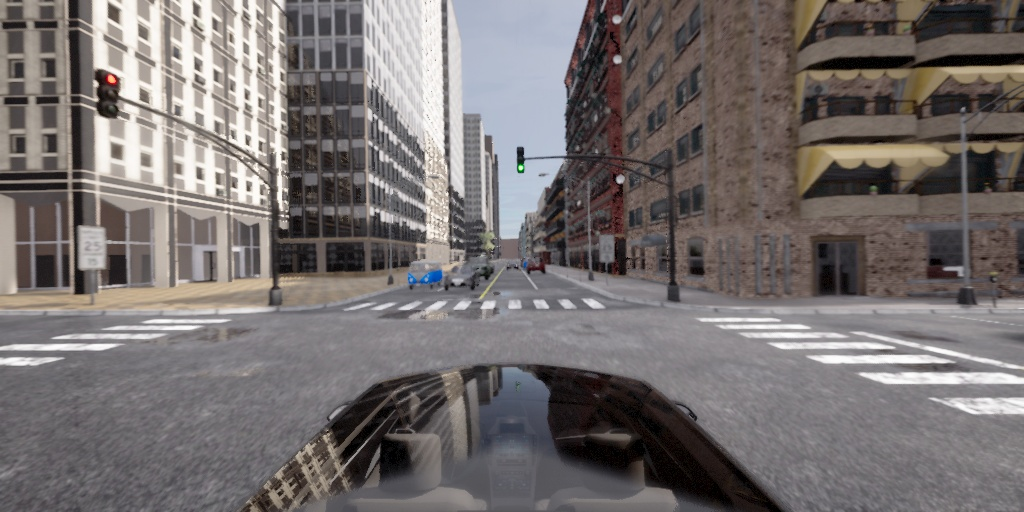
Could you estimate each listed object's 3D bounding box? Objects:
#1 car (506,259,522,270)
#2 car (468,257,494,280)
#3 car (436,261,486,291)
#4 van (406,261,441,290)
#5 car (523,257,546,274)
[{"bbox_3d":[0.093,1.440,53.080,1.895,1.301,4.718,-1,0,0],"label":"car"},{"bbox_3d":[-3.116,1.076,32.868,2.150,2.045,5.566,-1,0,0],"label":"car"},{"bbox_3d":[-3.114,1.322,22.974,2.128,1.511,4.902,-1,0,0],"label":"car"},{"bbox_3d":[-5.687,1.227,23.841,1.690,1.789,3.998,0,0,0],"label":"van"},{"bbox_3d":[2.694,1.067,40.494,2.192,1.841,5.009,0,0,0],"label":"car"}]
